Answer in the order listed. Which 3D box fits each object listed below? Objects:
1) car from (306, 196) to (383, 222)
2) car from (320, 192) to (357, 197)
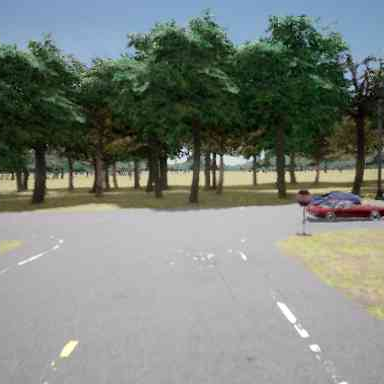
[{"bbox_3d":[10.264,1.225,22.267,4.718,1.301,1.895,-1,3,0],"label":"car"},{"bbox_3d":[12.338,0.734,29.242,4.674,1.442,1.812,-2,3,0],"label":"car"}]
